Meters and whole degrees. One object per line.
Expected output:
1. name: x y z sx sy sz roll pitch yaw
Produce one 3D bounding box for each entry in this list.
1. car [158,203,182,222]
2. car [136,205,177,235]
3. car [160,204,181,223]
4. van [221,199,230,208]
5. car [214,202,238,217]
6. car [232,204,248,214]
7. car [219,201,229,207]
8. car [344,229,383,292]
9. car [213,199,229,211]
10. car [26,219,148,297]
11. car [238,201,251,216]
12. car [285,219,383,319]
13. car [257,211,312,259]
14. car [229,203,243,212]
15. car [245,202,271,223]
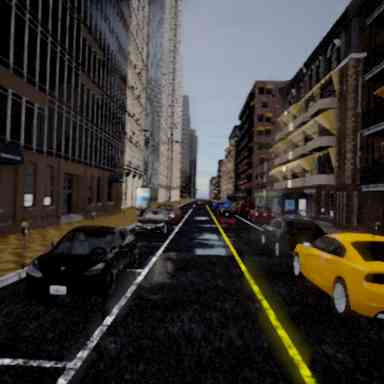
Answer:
1. car: -1.940 1.856 31.154 1.752 1.417 4.829 2 -1 2
2. car: -2.250 1.727 20.031 2.008 1.369 4.403 2 -1 2
3. car: -2.090 1.695 25.680 1.967 1.590 4.097 2 -1 2
4. van: 7.700 2.597 76.255 1.690 1.788 3.998 2 -1 2
5. car: 4.048 2.248 39.739 1.895 1.301 4.718 2 -1 2
6. car: 6.906 2.434 48.024 1.802 1.307 4.206 2 -1 2
7. car: 7.850 2.904 81.899 1.947 1.339 4.313 2 -1 2
8. car: 5.807 1.872 8.503 1.947 1.339 4.313 2 -1 2
9. car: 4.374 2.314 53.510 1.882 1.535 5.008 2 -1 2
10. car: -2.566 1.589 8.740 1.947 1.339 4.313 2 -1 2
11. car: 6.759 2.088 42.381 2.192 1.841 5.009 2 -1 2
12. car: 3.892 1.712 7.974 1.882 1.535 5.008 2 -1 2
13. car: 4.170 1.824 13.966 1.837 1.490 4.892 2 -1 2
14. car: 7.064 2.512 53.670 1.802 1.307 4.206 2 -1 2
15. car: 6.440 2.056 31.087 1.967 1.590 4.097 2 -1 2
